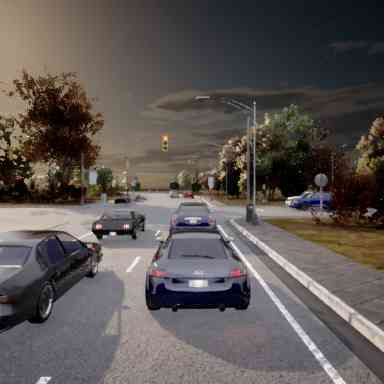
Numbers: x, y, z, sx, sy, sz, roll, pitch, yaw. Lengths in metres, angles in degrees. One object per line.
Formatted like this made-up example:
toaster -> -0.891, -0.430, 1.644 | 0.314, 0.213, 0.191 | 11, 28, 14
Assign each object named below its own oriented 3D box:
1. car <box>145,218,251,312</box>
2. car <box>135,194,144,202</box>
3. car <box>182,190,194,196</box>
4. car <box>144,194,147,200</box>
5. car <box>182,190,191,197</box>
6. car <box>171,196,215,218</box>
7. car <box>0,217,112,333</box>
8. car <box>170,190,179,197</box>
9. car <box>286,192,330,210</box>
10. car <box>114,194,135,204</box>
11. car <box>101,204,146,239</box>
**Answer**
car -> 0.081, 1.541, 7.755 | 1.994, 1.385, 4.181 | 0, 0, -1
car -> -10.800, 1.089, 61.303 | 2.128, 1.511, 4.902 | 0, 0, 0
car -> -0.772, 0.566, 83.475 | 2.150, 2.045, 5.566 | 0, 1, -4
car -> -10.842, 1.095, 71.260 | 1.895, 1.301, 4.718 | 0, 1, -1
car -> -1.589, 0.393, 94.123 | 2.097, 1.767, 4.553 | 0, 1, -7
car -> 0.044, 1.271, 16.389 | 2.097, 1.767, 4.553 | 0, 0, 0
car -> -3.417, 1.528, 7.067 | 2.033, 1.411, 5.357 | 0, 0, -1
car -> -4.320, 0.886, 84.154 | 1.994, 1.385, 4.181 | 0, 1, -4
car -> 14.021, 0.993, 37.455 | 5.566, 2.045, 2.150 | 0, 0, -3
car -> -10.789, 1.269, 52.201 | 1.895, 1.301, 4.718 | 0, 0, 0
car -> -3.477, 1.518, 16.711 | 1.895, 1.301, 4.718 | 0, 0, -1
